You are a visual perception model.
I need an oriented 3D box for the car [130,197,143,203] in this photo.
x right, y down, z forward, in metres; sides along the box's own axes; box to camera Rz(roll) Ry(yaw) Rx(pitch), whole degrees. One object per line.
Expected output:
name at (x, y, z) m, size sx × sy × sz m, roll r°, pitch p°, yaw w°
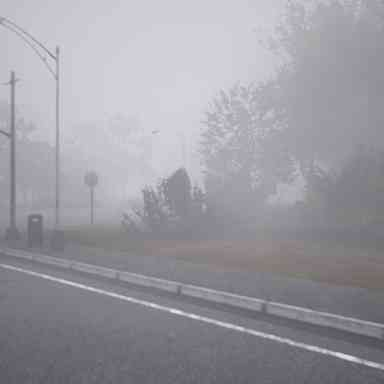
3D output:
car at (-5.216, 1.476, 42.636) m, size 1.837 × 1.490 × 4.892 m, roll 0°, pitch 0°, yaw 32°

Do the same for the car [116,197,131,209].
car at (-8.093, 1.460, 44.633) m, size 2.128 × 1.511 × 4.902 m, roll 0°, pitch 0°, yaw 32°
